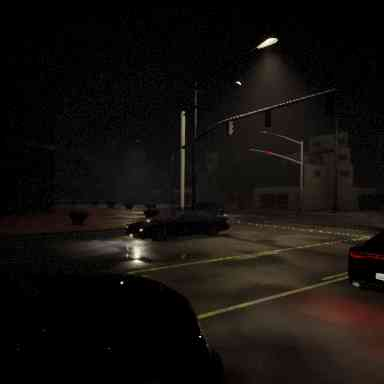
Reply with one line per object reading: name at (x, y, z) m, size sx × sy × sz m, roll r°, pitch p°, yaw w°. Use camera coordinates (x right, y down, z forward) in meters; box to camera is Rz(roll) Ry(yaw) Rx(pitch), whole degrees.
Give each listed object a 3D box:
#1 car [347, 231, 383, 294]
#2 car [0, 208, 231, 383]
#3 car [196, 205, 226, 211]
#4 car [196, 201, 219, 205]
car at (5.700, 1.498, 7.843) m, size 5.008 × 1.535 × 1.882 m, roll 0°, pitch 0°, yaw -35°
car at (-2.382, 1.222, 2.045) m, size 5.566 × 2.045 × 2.150 m, roll 0°, pitch 0°, yaw -36°
car at (-0.556, 1.572, 16.483) m, size 5.357 × 1.411 × 2.033 m, roll 0°, pitch 0°, yaw -35°
car at (1.756, 1.656, 36.088) m, size 1.994 × 1.385 × 4.181 m, roll 1°, pitch -1°, yaw -35°
